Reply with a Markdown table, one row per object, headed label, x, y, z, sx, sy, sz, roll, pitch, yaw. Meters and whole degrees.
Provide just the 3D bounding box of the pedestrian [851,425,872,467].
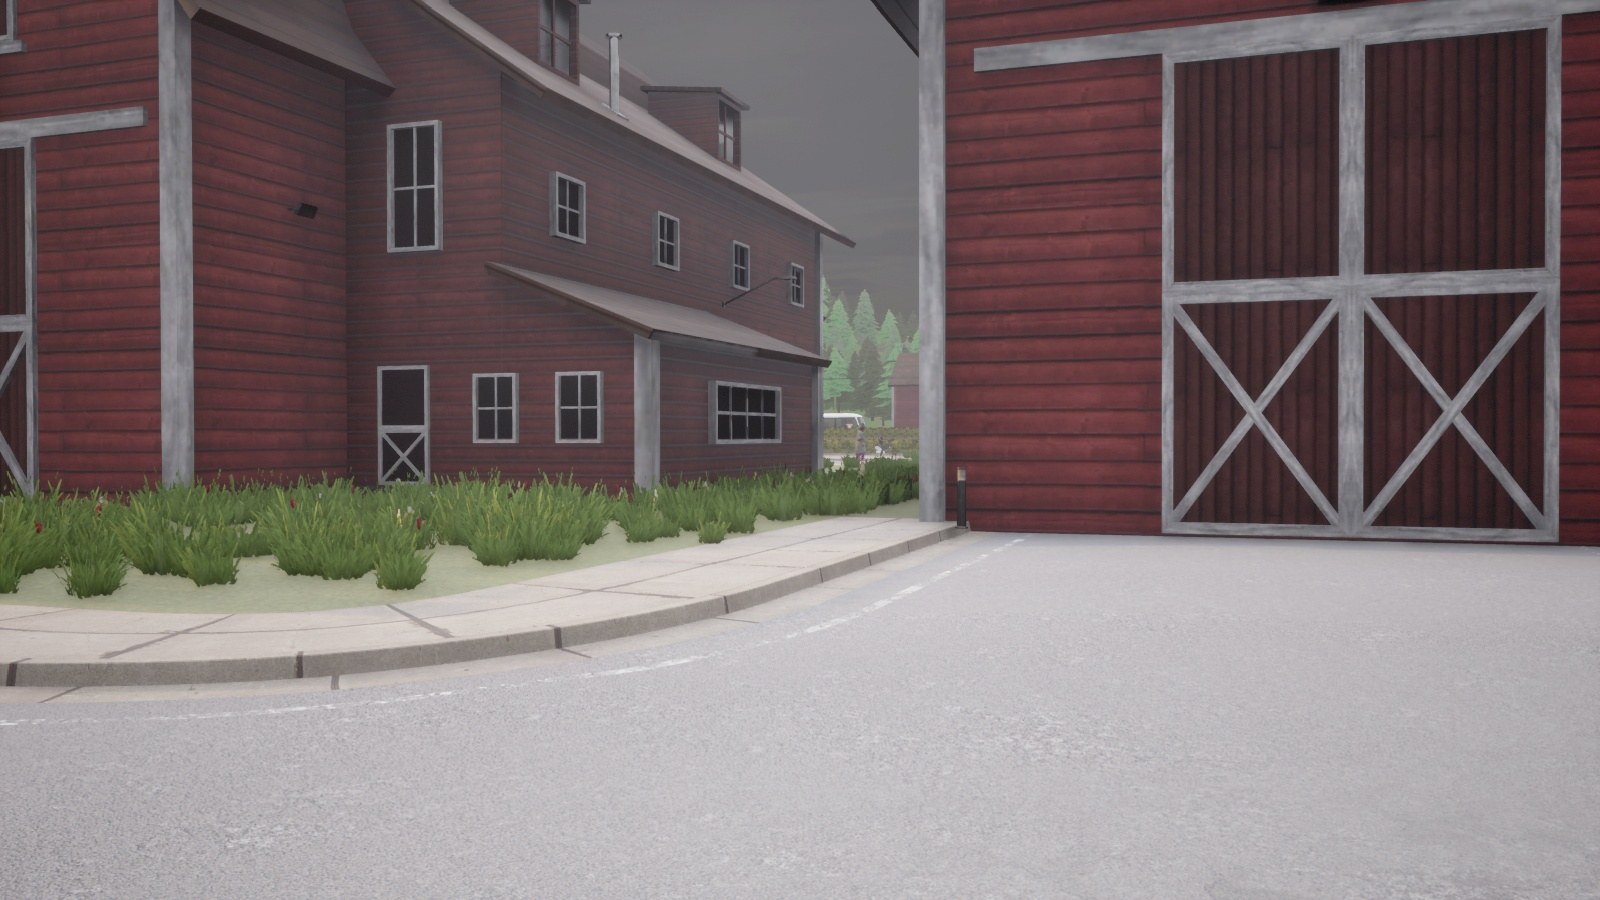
| label | x | y | z | sx | sy | sz | roll | pitch | yaw |
| --- | --- | --- | --- | --- | --- | --- | --- | --- | --- |
| pedestrian | 2.917 | -0.187 | 59.645 | 0.873 | 1.952 | 0.659 | 1 | 1 | 14 |
